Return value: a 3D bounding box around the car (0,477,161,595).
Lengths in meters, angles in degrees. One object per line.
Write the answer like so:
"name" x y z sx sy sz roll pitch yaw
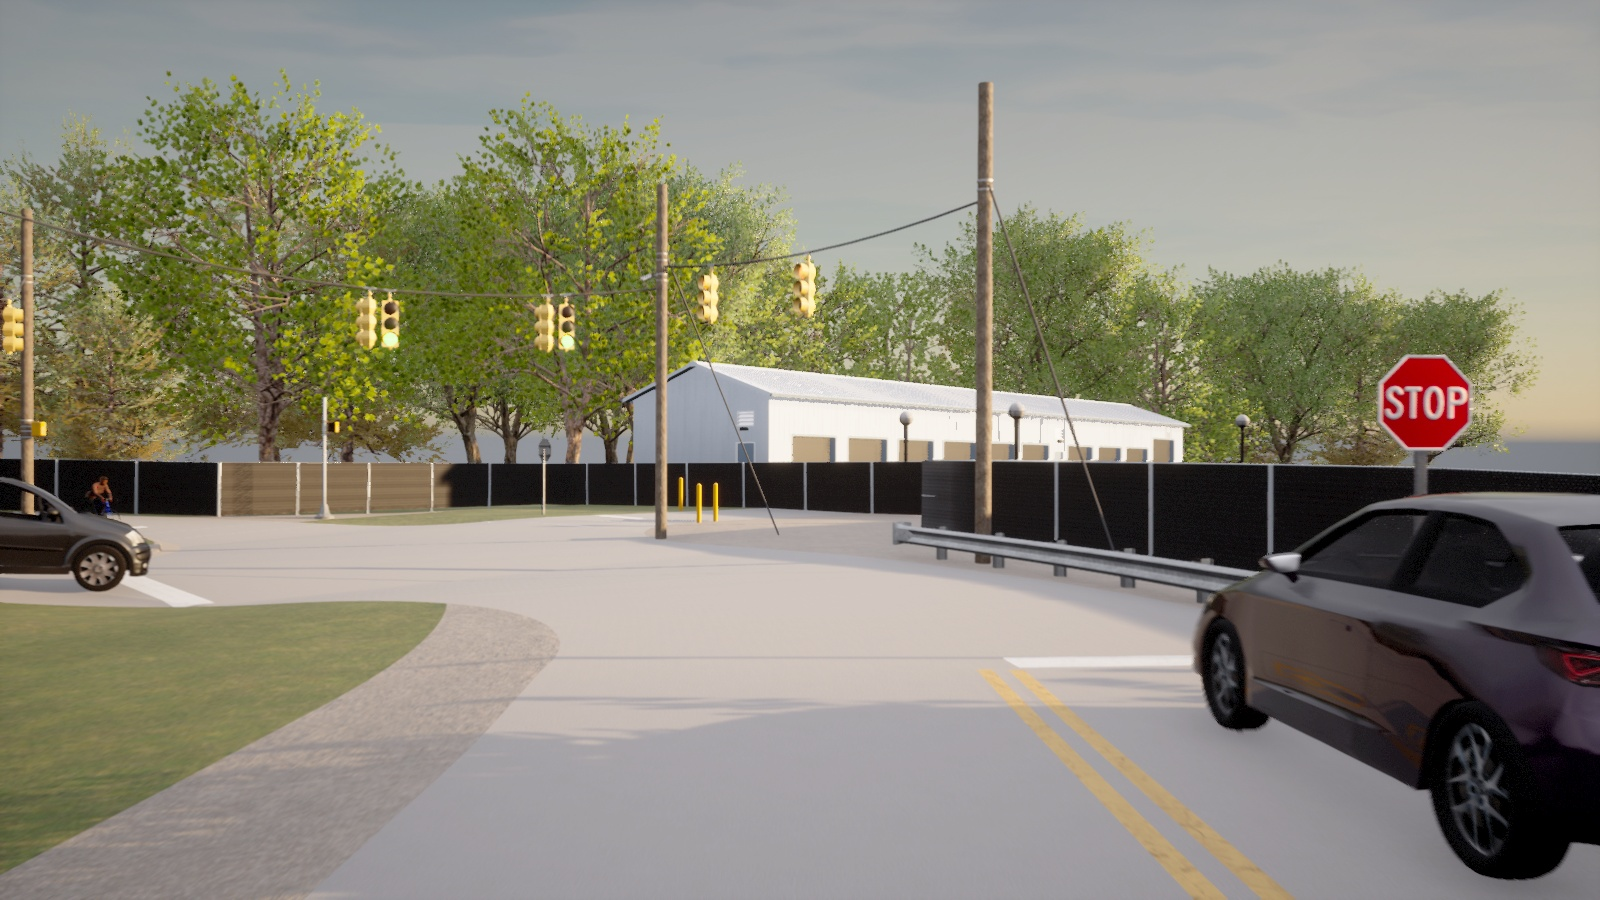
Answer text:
"car" -11.839 1.237 18.592 3.988 1.617 1.851 5 -2 -32

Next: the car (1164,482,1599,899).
"car" 3.433 0.921 6.458 1.816 1.474 4.193 0 -1 -1

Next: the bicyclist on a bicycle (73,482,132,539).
"bicyclist on a bicycle" -20.400 1.757 36.711 1.656 1.620 0.582 -1 0 22
